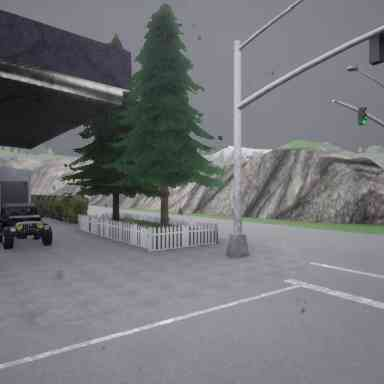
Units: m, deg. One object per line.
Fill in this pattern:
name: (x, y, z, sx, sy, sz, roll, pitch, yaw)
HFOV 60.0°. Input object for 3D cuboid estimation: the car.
car: (-8.041, 1.505, 15.808, 1.905, 1.878, 3.866, 0, 0, -37)
